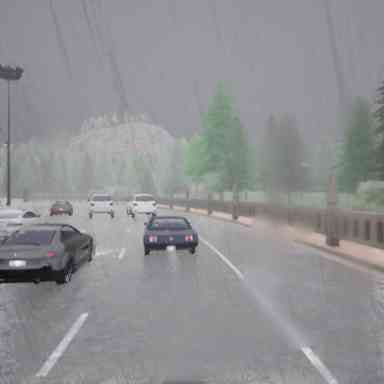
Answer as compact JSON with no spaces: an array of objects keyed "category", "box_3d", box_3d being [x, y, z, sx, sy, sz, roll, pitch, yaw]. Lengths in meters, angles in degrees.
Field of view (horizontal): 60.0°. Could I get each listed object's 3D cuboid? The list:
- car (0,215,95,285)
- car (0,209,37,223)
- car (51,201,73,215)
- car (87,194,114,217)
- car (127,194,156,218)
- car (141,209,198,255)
[{"category":"car","box_3d":[-4.087,1.573,9.460,1.994,1.385,4.181,0,0,-5]},{"category":"car","box_3d":[-8.527,1.547,16.159,1.812,1.442,4.674,0,0,-10]},{"category":"car","box_3d":[-12.995,1.593,33.286,1.994,1.385,4.181,0,0,-19]},{"category":"car","box_3d":[-8.568,1.238,31.279,2.150,2.045,5.566,0,0,-17]},{"category":"car","box_3d":[-4.705,1.226,30.570,2.150,2.045,5.566,0,0,-17]},{"category":"car","box_3d":[-0.991,1.600,13.373,1.895,1.301,4.718,0,0,-8]}]
